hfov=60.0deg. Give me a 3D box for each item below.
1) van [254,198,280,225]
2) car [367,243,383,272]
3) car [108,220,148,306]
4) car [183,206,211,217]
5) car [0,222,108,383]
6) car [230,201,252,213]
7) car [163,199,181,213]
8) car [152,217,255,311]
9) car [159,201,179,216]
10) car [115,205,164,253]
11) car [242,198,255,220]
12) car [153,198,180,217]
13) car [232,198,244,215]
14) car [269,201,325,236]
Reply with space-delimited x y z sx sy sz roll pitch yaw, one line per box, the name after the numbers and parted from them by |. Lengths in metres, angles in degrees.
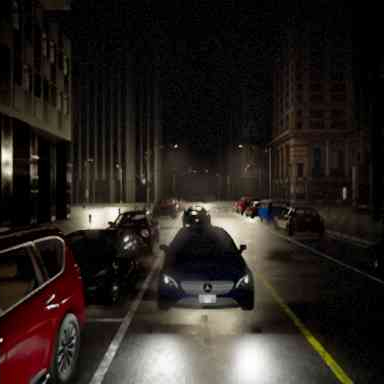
6.097 1.492 24.995 1.690 1.788 3.998 0 0 0 | van
6.109 1.618 8.189 1.947 1.339 4.313 0 0 0 | car
-2.416 1.614 8.179 1.947 1.339 4.313 0 0 0 | car
0.336 1.707 24.108 1.994 1.385 4.181 0 0 0 | car
-2.413 1.330 2.579 2.192 1.841 5.009 0 0 0 | car
6.086 1.802 41.799 2.008 1.369 4.403 0 0 0 | car
-2.439 1.687 41.793 1.967 1.590 4.097 0 0 0 | car
0.251 1.574 8.000 1.812 1.442 4.674 0 0 0 | car
-2.435 1.738 36.020 1.752 1.417 4.829 0 0 0 | car
-2.420 1.521 13.782 1.967 1.590 4.097 0 0 0 | car
6.094 1.624 30.595 1.967 1.590 4.097 0 0 0 | car
-2.432 1.495 30.589 2.192 1.841 5.009 0 0 0 | car
6.089 1.533 36.199 2.192 1.841 5.009 0 0 0 | car
6.101 1.558 19.392 1.967 1.590 4.097 0 0 0 | car
